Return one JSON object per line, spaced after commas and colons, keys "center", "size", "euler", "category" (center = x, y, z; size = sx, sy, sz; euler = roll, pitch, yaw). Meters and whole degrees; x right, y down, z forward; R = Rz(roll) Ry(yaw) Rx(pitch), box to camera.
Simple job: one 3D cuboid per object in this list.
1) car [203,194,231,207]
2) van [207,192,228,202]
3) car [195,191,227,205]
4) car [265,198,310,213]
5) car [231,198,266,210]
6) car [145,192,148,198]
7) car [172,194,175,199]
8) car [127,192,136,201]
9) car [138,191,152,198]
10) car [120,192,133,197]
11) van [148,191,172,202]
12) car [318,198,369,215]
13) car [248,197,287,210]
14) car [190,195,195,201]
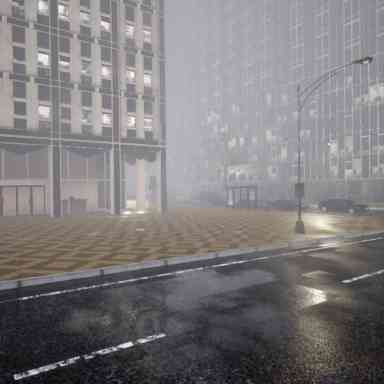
{"center": [3.906, 1.319, 44.281], "size": [1.947, 1.339, 4.313], "euler": [0, 1, -34], "category": "car"}
{"center": [4.436, 0.855, 58.419], "size": [1.690, 1.788, 3.998], "euler": [0, 1, -34], "category": "van"}
{"center": [3.254, 0.887, 49.897], "size": [2.150, 2.045, 5.566], "euler": [-1, 1, -35], "category": "car"}
{"center": [10.270, 1.424, 34.860], "size": [1.947, 1.339, 4.313], "euler": [0, 1, -34], "category": "car"}
{"center": [7.071, 1.388, 39.561], "size": [1.802, 1.307, 4.206], "euler": [0, 1, -34], "category": "car"}
{"center": [-8.417, 0.615, 77.171], "size": [2.192, 1.841, 5.009], "euler": [0, 1, -34], "category": "car"}
{"center": [-5.203, 0.936, 72.487], "size": [1.802, 1.307, 4.206], "euler": [0, 1, -34], "category": "car"}
{"center": [-12.116, 1.039, 67.750], "size": [2.008, 1.369, 4.403], "euler": [0, 1, -34], "category": "car"}
{"center": [-11.630, 0.686, 81.861], "size": [1.967, 1.590, 4.097], "euler": [0, 1, -34], "category": "car"}
{"center": [-18.056, 0.688, 91.238], "size": [2.008, 1.369, 4.403], "euler": [0, 1, -34], "category": "car"}
{"center": [-5.689, 0.937, 58.371], "size": [1.690, 1.788, 3.998], "euler": [0, 1, -34], "category": "van"}
{"center": [14.877, 1.358, 32.913], "size": [1.837, 1.490, 4.892], "euler": [-1, 1, -34], "category": "car"}
{"center": [9.269, 1.363, 41.118], "size": [1.895, 1.301, 4.718], "euler": [-1, 1, -34], "category": "car"}
{"center": [1.224, 1.043, 63.110], "size": [1.802, 1.307, 4.206], "euler": [0, 1, -34], "category": "car"}
